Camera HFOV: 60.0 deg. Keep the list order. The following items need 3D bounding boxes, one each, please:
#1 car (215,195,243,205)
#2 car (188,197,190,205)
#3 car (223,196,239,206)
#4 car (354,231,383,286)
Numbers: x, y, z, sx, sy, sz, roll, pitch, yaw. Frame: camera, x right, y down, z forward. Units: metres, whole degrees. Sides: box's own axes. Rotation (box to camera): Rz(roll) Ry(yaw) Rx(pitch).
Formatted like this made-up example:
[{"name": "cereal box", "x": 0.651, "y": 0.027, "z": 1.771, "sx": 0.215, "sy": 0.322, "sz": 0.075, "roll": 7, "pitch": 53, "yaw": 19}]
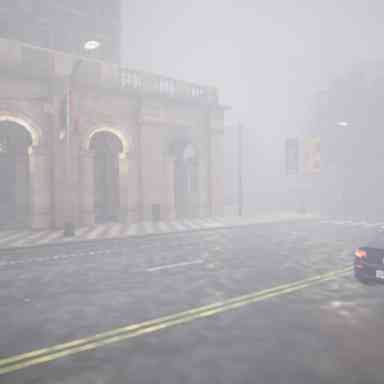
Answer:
[{"name": "car", "x": 5.782, "y": 1.269, "z": 52.092, "sx": 1.994, "sy": 1.385, "sz": 4.181, "roll": -1, "pitch": 0, "yaw": -36}, {"name": "car", "x": -0.400, "y": 1.356, "z": 49.277, "sx": 1.895, "sy": 1.301, "sz": 4.718, "roll": -1, "pitch": 0, "yaw": -36}, {"name": "car", "x": 3.889, "y": 1.282, "z": 48.715, "sx": 2.033, "sy": 1.411, "sz": 5.357, "roll": -1, "pitch": 0, "yaw": -36}, {"name": "car", "x": 5.661, "y": 1.448, "z": 7.906, "sx": 4.674, "sy": 1.442, "sz": 1.812, "roll": -1, "pitch": 0, "yaw": -36}]
